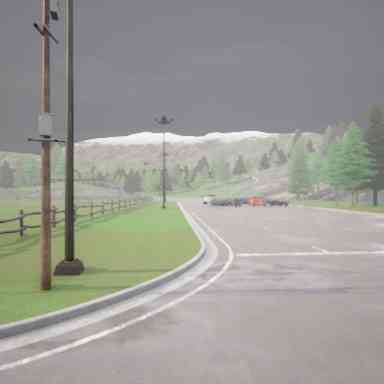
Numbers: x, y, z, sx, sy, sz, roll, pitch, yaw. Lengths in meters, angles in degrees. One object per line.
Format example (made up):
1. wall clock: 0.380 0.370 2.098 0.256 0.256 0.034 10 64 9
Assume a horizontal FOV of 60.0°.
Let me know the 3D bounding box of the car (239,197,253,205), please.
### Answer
1. car: 10.530 1.701 65.173 1.994 1.385 4.181 0 0 -4

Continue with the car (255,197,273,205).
1. car: 14.023 1.689 65.396 2.033 1.411 5.357 0 0 -4

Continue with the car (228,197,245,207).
1. car: 6.872 1.661 55.337 2.033 1.411 5.357 0 0 20

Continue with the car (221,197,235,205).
1. car: 7.035 1.733 64.981 1.895 1.301 4.718 0 0 -4

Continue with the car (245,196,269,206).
1. car: 11.074 1.474 56.630 2.097 1.767 4.553 0 0 -4

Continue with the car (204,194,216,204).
1. car: 3.542 1.349 64.761 2.150 2.045 5.566 0 0 -4

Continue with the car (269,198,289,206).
1. car: 14.636 1.725 55.823 1.895 1.301 4.718 0 0 -3

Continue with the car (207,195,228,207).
1. car: 4.173 1.673 54.692 1.994 1.385 4.181 0 0 -4
